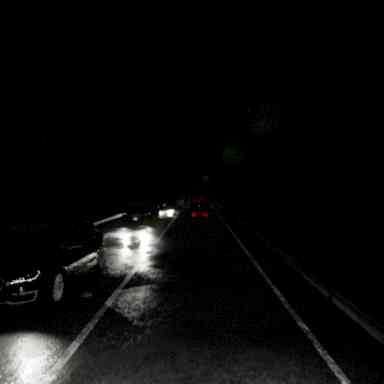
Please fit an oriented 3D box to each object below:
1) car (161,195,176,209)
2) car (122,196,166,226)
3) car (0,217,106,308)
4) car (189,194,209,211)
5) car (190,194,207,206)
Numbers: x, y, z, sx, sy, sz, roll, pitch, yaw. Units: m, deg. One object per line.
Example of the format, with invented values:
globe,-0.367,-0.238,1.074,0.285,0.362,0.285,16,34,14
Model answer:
car,-2.798,1.088,36.973,2.128,1.511,4.902,0,0,1
car,-3.188,1.242,21.476,2.128,1.511,4.902,0,1,1
car,-3.469,1.432,7.956,1.837,1.490,4.892,0,0,1
car,0.762,1.115,34.439,2.128,1.511,4.902,0,1,1
car,0.925,1.082,46.578,2.128,1.511,4.902,0,0,2
